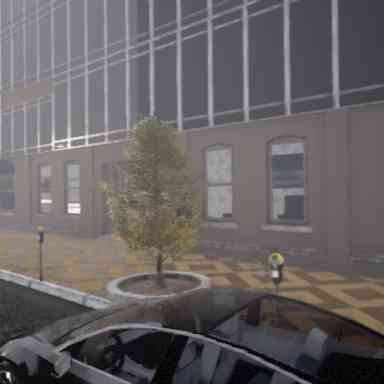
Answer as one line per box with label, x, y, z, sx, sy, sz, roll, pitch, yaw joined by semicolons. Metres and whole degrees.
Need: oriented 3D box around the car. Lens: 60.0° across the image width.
car;0.029;1.560;2.867;4.313;1.339;1.947;0;-1;35
